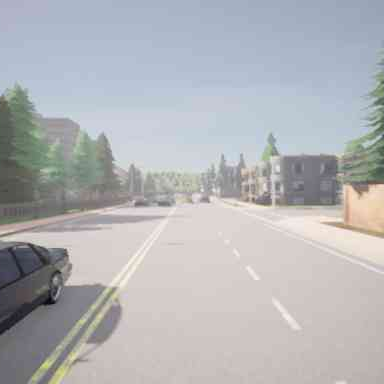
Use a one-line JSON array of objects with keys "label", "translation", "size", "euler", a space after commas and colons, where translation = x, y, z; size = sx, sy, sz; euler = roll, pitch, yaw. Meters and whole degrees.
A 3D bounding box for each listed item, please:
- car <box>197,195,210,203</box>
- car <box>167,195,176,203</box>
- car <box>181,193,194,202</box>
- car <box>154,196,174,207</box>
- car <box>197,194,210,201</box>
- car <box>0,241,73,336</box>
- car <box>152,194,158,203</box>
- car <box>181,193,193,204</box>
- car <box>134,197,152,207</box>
[{"label": "car", "translation": [2.614, 1.432, 66.976], "size": [1.837, 1.490, 4.892], "euler": [-1, 0, -1]}, {"label": "car", "translation": [-4.393, 1.390, 67.306], "size": [2.097, 1.767, 4.553], "euler": [-1, 0, -1]}, {"label": "car", "translation": [-1.116, 1.201, 75.989], "size": [2.150, 2.045, 5.566], "euler": [-1, 0, -8]}, {"label": "car", "translation": [-4.236, 1.639, 51.471], "size": [1.895, 1.301, 4.718], "euler": [-1, 0, 0]}, {"label": "car", "translation": [2.571, 1.306, 76.026], "size": [1.812, 1.442, 4.674], "euler": [-1, 0, 17]}, {"label": "car", "translation": [-3.634, 1.584, 5.435], "size": [2.033, 1.411, 5.357], "euler": [-1, 0, -1]}, {"label": "car", "translation": [-7.891, 1.625, 67.100], "size": [1.994, 1.385, 4.181], "euler": [-1, 0, -1]}, {"label": "car", "translation": [-0.878, 1.482, 66.398], "size": [1.882, 1.535, 5.008], "euler": [-1, 0, -1]}, {"label": "car", "translation": [-7.733, 1.675, 51.382], "size": [1.895, 1.301, 4.718], "euler": [-1, 0, 0]}]
